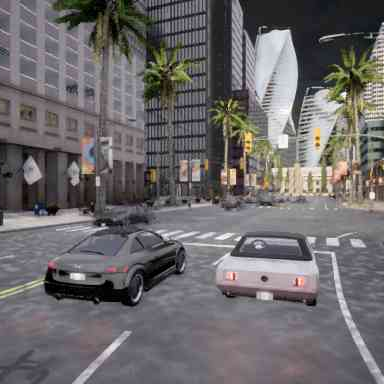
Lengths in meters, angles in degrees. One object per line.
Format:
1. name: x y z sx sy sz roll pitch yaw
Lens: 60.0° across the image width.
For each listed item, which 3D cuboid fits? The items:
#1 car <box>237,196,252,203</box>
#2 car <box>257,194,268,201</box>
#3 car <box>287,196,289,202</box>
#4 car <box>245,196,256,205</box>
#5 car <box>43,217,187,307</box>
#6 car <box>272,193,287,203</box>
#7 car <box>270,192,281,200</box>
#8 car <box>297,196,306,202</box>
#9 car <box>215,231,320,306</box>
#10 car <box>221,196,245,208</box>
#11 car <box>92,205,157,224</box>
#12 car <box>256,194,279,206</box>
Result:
1. car: 10.916 1.513 68.810 2.161 1.482 4.786 0 0 21
2. car: 19.033 1.354 89.184 2.185 1.767 4.553 0 0 21
3. car: 21.362 1.524 77.006 1.812 1.442 4.674 0 0 22
4. car: 10.957 1.564 60.414 1.994 1.385 4.181 0 0 22
5. car: -1.576 1.564 8.195 1.994 1.385 4.181 0 0 17
6. car: 17.376 1.478 66.962 1.882 1.535 5.008 0 0 22
7. car: 22.404 1.139 89.324 2.150 2.045 5.566 0 0 21
8. car: 25.937 1.540 79.039 2.033 1.411 5.357 0 0 21
9. car: 2.033 1.601 8.148 1.895 1.301 4.718 0 0 19
10. car: 5.577 1.351 46.861 2.097 1.767 4.553 0 0 22
11. car: -4.236 1.547 21.998 2.033 1.411 5.357 0 0 22
12. car: 12.558 1.547 54.980 2.033 1.411 5.357 0 0 22
